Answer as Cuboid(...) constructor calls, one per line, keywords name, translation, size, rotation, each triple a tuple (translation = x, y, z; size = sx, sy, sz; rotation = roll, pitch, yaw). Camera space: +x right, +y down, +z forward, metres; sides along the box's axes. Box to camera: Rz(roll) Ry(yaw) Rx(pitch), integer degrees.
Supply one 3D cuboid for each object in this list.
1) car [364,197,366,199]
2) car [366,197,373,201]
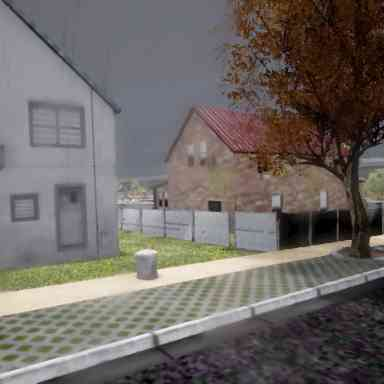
Cuboid(name="car", translation=(32.004, 1.834, 66.249), size=(1.837, 1.490, 4.892), rotation=(-2, 0, 0))
Cuboid(name="car", translation=(38.577, 1.681, 74.974), size=(1.895, 1.301, 4.718), rotation=(-2, 0, 0))
